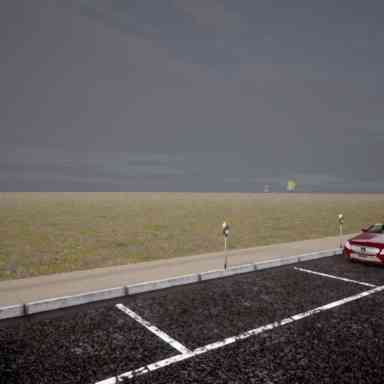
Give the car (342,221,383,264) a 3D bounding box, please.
[{"bbox_3d":[6.624,1.585,10.785,4.206,1.307,1.802,0,1,-35],"label":"car"}]
